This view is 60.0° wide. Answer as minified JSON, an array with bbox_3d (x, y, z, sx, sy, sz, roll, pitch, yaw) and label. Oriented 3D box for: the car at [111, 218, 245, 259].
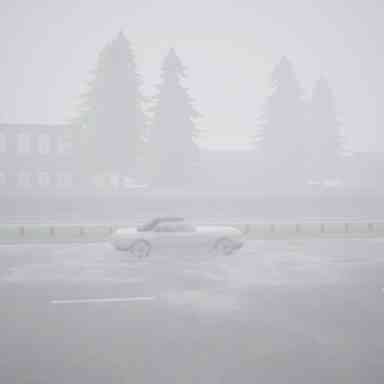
[{"bbox_3d":[-0.492,1.603,12.257,4.718,1.301,1.895,0,0,-7],"label":"car"}]
